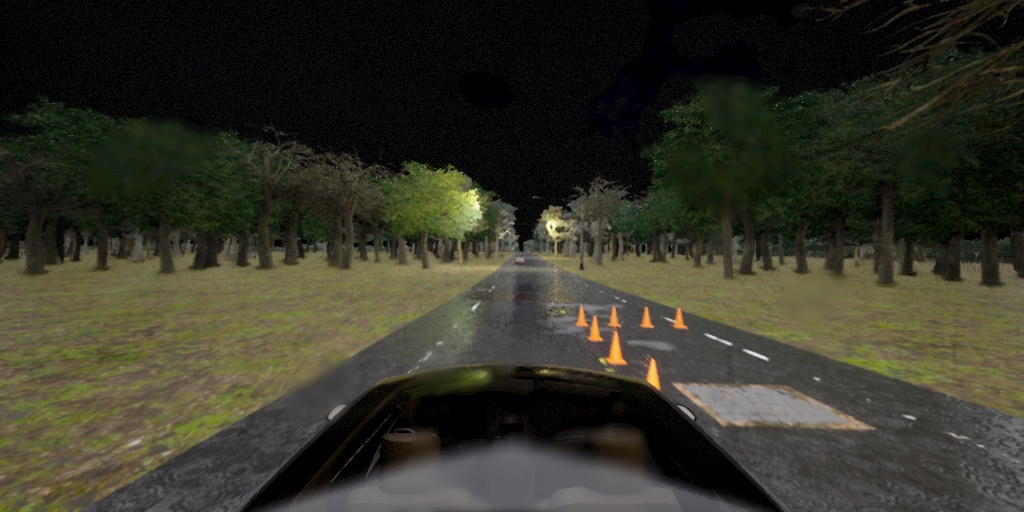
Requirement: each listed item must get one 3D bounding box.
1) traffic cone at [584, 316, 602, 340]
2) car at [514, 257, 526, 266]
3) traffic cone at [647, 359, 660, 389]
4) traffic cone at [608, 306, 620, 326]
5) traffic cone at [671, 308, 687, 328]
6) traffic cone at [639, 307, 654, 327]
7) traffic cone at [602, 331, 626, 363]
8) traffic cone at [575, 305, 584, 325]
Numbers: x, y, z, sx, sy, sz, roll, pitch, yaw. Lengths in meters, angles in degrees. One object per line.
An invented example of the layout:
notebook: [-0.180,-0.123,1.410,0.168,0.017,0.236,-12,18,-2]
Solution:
traffic cone: [2.108,1.816,9.144,0.340,0.580,0.340,0,0,1]
car: [1.412,0.952,64.716,1.882,1.535,5.008,1,1,1]
traffic cone: [2.015,1.777,5.145,0.340,0.580,0.340,0,0,1]
traffic cone: [3.154,1.853,11.120,0.340,0.580,0.340,0,0,1]
traffic cone: [5.153,1.888,11.073,0.340,0.580,0.340,0,0,1]
traffic cone: [4.153,1.871,11.096,0.340,0.580,0.340,0,0,1]
traffic cone: [2.062,1.797,7.144,0.340,0.580,0.340,0,0,1]
traffic cone: [2.154,1.836,11.143,0.340,0.580,0.340,0,0,1]
